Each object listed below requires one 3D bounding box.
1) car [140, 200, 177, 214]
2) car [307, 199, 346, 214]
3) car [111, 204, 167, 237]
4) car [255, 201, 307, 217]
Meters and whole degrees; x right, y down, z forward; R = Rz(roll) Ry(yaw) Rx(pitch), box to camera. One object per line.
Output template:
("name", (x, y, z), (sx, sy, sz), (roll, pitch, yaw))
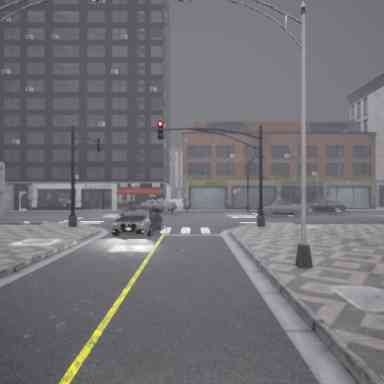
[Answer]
("car", (-4.047, 1.529, 34.317), (4.902, 1.511, 2.128), (0, 0, 0))
("car", (13.279, 1.509, 34.337), (4.892, 1.490, 1.837), (0, 0, 0))
("car", (-2.840, 1.554, 17.857), (1.994, 1.385, 4.181), (0, 0, 6))
("car", (7.968, 1.551, 30.856), (4.181, 1.385, 1.994), (0, 0, -4))
